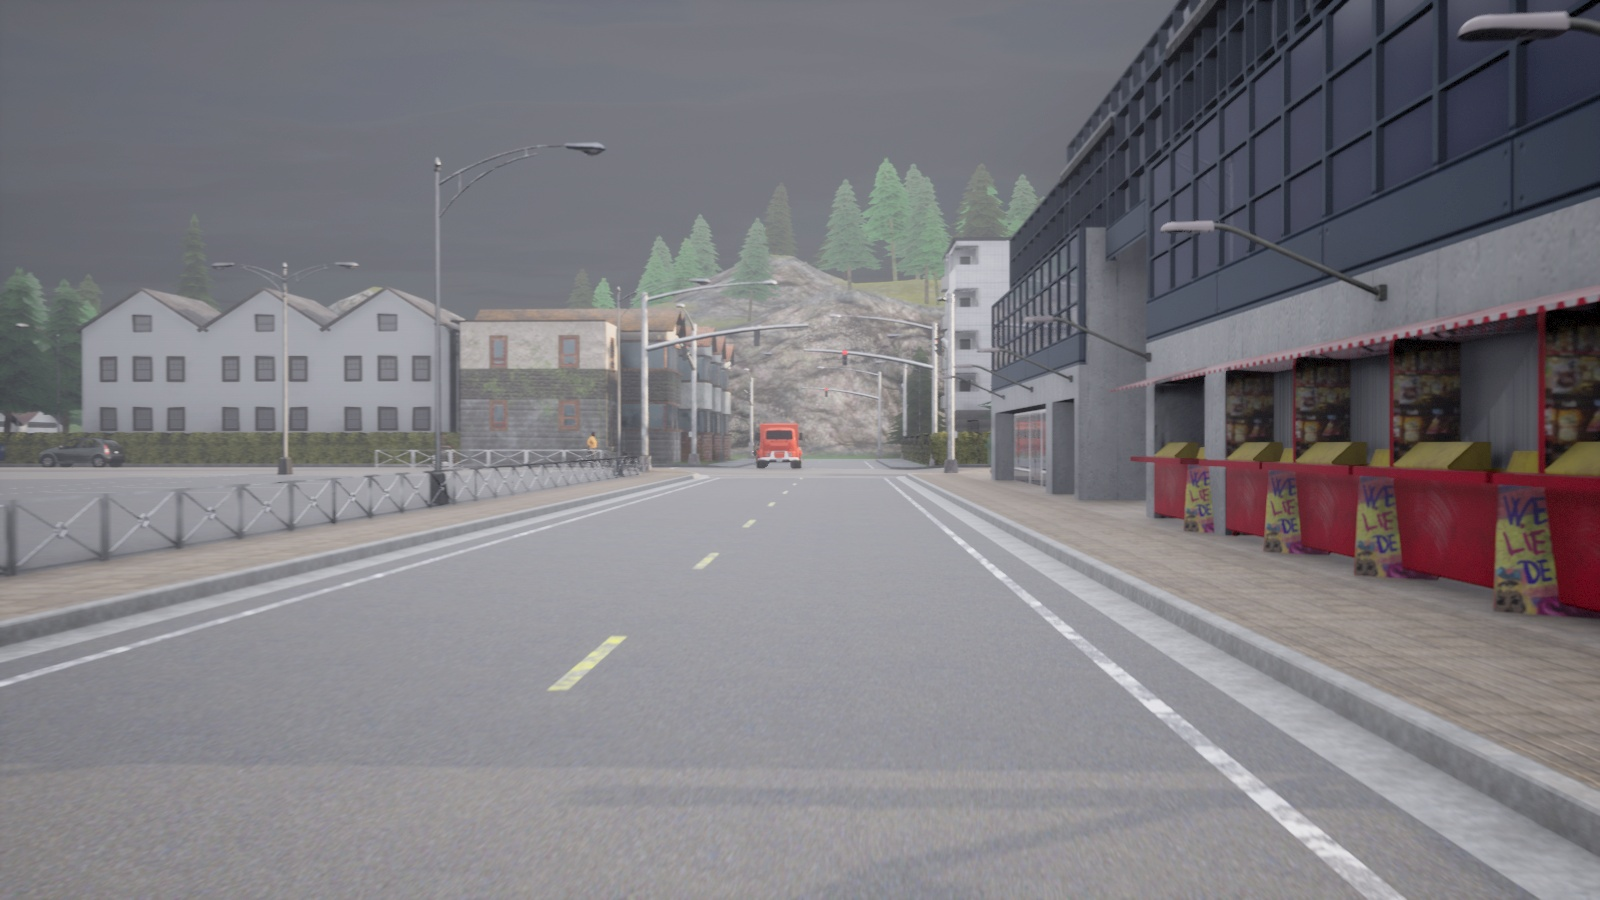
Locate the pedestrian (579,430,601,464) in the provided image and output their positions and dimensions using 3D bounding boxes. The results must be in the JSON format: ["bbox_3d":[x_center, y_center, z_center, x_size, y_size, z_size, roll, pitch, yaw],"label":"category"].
[{"bbox_3d":[-11.450,-0.172,68.571,0.900,1.855,0.874,0,0,14],"label":"pedestrian"}]

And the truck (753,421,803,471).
[{"bbox_3d":[-1.230,-0.186,68.356,2.627,2.467,5.204,0,-2,-2],"label":"truck"}]

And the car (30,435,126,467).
[{"bbox_3d":[-37.850,0.055,65.864,3.988,1.617,1.851,0,0,2],"label":"car"}]
